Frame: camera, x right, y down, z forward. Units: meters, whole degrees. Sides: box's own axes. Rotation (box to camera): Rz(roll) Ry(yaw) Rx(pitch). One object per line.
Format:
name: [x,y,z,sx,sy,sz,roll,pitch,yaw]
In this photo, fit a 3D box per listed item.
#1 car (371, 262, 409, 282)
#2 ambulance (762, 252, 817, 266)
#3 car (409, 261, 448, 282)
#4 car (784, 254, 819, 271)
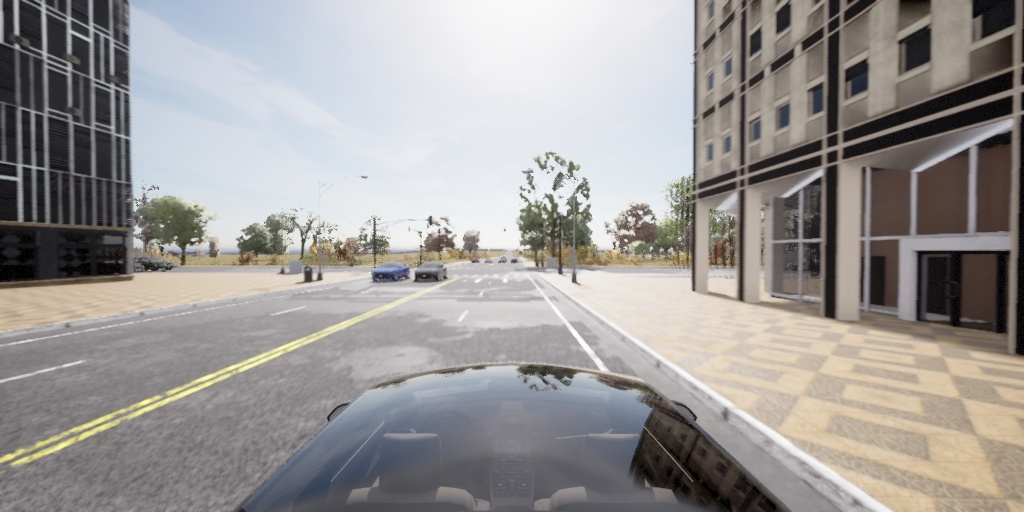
car: [-9.782,1.216,29.320,1.882,1.535,5.008,0,0,1]
ambulance: [38.382,0.630,49.744,6.366,2.431,2.351,0,1,3]
car: [-6.532,1.216,29.308,1.882,1.535,5.008,0,0,1]
car: [38.615,1.005,46.530,4.553,1.767,2.097,0,1,3]
